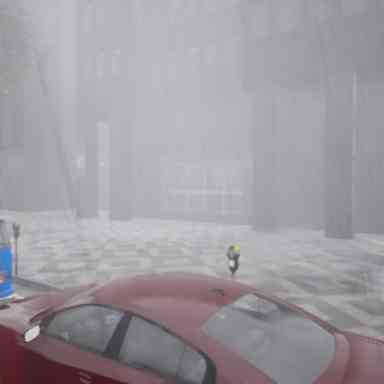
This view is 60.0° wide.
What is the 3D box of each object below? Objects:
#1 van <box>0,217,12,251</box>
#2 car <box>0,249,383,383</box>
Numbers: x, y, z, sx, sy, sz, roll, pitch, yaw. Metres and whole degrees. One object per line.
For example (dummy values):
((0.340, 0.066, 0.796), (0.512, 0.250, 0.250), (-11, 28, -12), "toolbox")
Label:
((-5.107, 1.232, 6.312), (3.998, 1.788, 1.690), (1, 1, 33), "van")
((-0.411, 1.493, 3.232), (4.507, 1.381, 1.887), (1, 1, 33), "car")
